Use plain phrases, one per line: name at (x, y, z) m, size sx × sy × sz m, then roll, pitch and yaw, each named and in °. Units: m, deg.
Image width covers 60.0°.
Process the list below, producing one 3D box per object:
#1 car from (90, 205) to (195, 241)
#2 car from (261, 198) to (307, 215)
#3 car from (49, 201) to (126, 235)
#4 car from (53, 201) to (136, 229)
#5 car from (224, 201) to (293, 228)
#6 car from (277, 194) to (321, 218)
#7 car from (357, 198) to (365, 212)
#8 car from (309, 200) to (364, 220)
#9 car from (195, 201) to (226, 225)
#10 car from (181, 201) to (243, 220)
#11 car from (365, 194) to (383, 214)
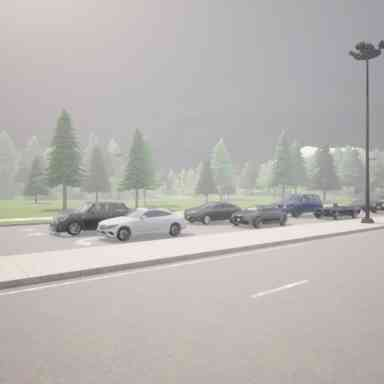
car at (-2.392, 1.521, 16.741) m, size 4.674 × 1.442 × 1.812 m, roll 0°, pitch 0°, yaw -38°
car at (9.765, 1.472, 35.122) m, size 4.902 × 1.511 × 2.128 m, roll 0°, pitch 0°, yaw -38°
car at (-5.548, 1.348, 18.716) m, size 4.553 × 1.767 × 2.097 m, roll 0°, pitch 0°, yaw -38°
car at (-6.471, 1.472, 22.436) m, size 5.008 × 1.535 × 1.882 m, roll 0°, pitch 0°, yaw -38°
car at (4.469, 1.553, 22.119) m, size 4.181 × 1.385 × 1.994 m, roll 0°, pitch 0°, yaw -39°
car at (9.851, 1.204, 30.759) m, size 5.566 × 2.045 × 2.150 m, roll 0°, pitch 0°, yaw -37°
car at (19.898, 1.481, 38.478) m, size 4.892 × 1.490 × 1.837 m, roll 0°, pitch 0°, yaw -37°
car at (12.295, 1.584, 28.219) m, size 4.718 × 1.301 × 1.895 m, roll 0°, pitch 0°, yaw -38°
car at (1.640, 1.495, 24.340) m, size 4.892 × 1.490 × 1.837 m, roll 0°, pitch 0°, yaw -38°
car at (1.847, 1.536, 28.944) m, size 5.357 × 1.411 × 2.033 m, roll 0°, pitch 0°, yaw -38°
car at (20.630, 1.199, 34.640) m, size 5.566 × 2.045 × 2.150 m, roll 0°, pitch 0°, yaw -38°
